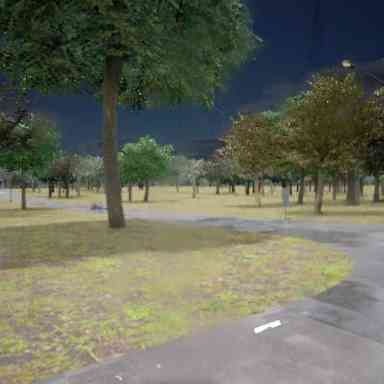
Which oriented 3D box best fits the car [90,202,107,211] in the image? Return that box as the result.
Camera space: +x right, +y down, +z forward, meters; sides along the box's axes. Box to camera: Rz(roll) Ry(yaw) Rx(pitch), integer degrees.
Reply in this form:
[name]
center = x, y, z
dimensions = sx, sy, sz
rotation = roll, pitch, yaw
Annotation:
[car]
center = -14.817, 2.283, 53.242
dimensions = 2.128, 1.511, 4.902
rotation = 0, 0, -35
